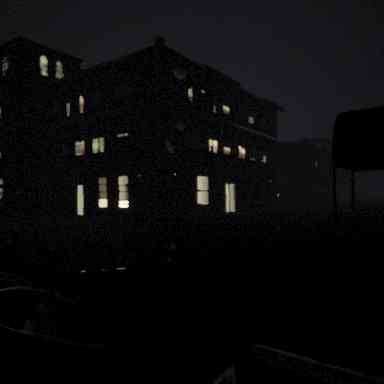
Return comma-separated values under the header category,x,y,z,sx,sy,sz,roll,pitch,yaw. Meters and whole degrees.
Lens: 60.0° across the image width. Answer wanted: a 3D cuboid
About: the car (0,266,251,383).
category,x,y,z,sx,sy,sz,roll,pitch,yaw
car,-1.427,1.578,3.907,4.313,1.339,1.947,0,-1,35
